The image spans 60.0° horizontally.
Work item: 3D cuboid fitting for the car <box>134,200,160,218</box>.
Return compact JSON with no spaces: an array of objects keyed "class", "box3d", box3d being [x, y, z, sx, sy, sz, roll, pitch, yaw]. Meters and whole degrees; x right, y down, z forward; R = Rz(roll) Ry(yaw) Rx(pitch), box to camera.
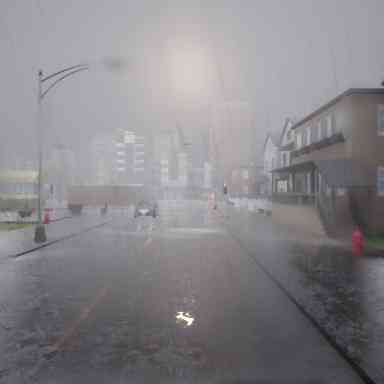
[{"class":"car","box3d":[-4.000,1.492,29.910,2.128,1.511,4.902,0,0,0]}]
